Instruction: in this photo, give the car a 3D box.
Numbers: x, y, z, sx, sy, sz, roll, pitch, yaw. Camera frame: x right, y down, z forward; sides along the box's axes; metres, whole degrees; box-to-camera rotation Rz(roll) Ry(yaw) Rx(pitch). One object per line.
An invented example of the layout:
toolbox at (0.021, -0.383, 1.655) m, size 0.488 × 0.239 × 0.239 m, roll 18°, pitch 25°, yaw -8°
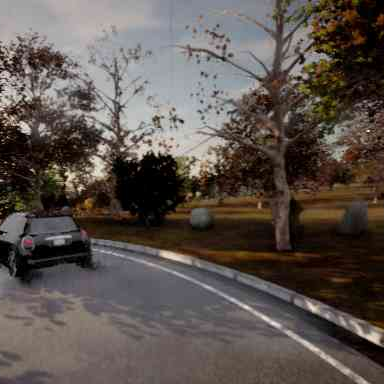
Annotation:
car at (-5.099, 1.397, 10.664) m, size 2.097 × 1.767 × 4.553 m, roll -1°, pitch 1°, yaw -43°
